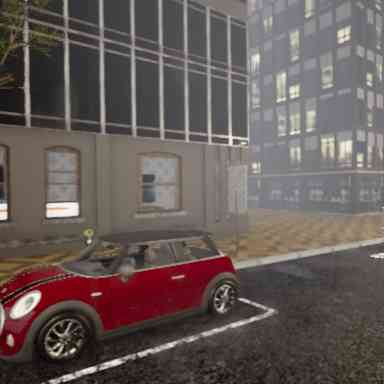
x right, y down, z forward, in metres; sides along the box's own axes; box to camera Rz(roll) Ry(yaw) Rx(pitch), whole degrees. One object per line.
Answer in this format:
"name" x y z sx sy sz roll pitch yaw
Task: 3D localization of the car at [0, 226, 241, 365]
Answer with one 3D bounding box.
"car" -1.160 1.440 5.748 4.097 1.590 1.967 0 -1 -35
